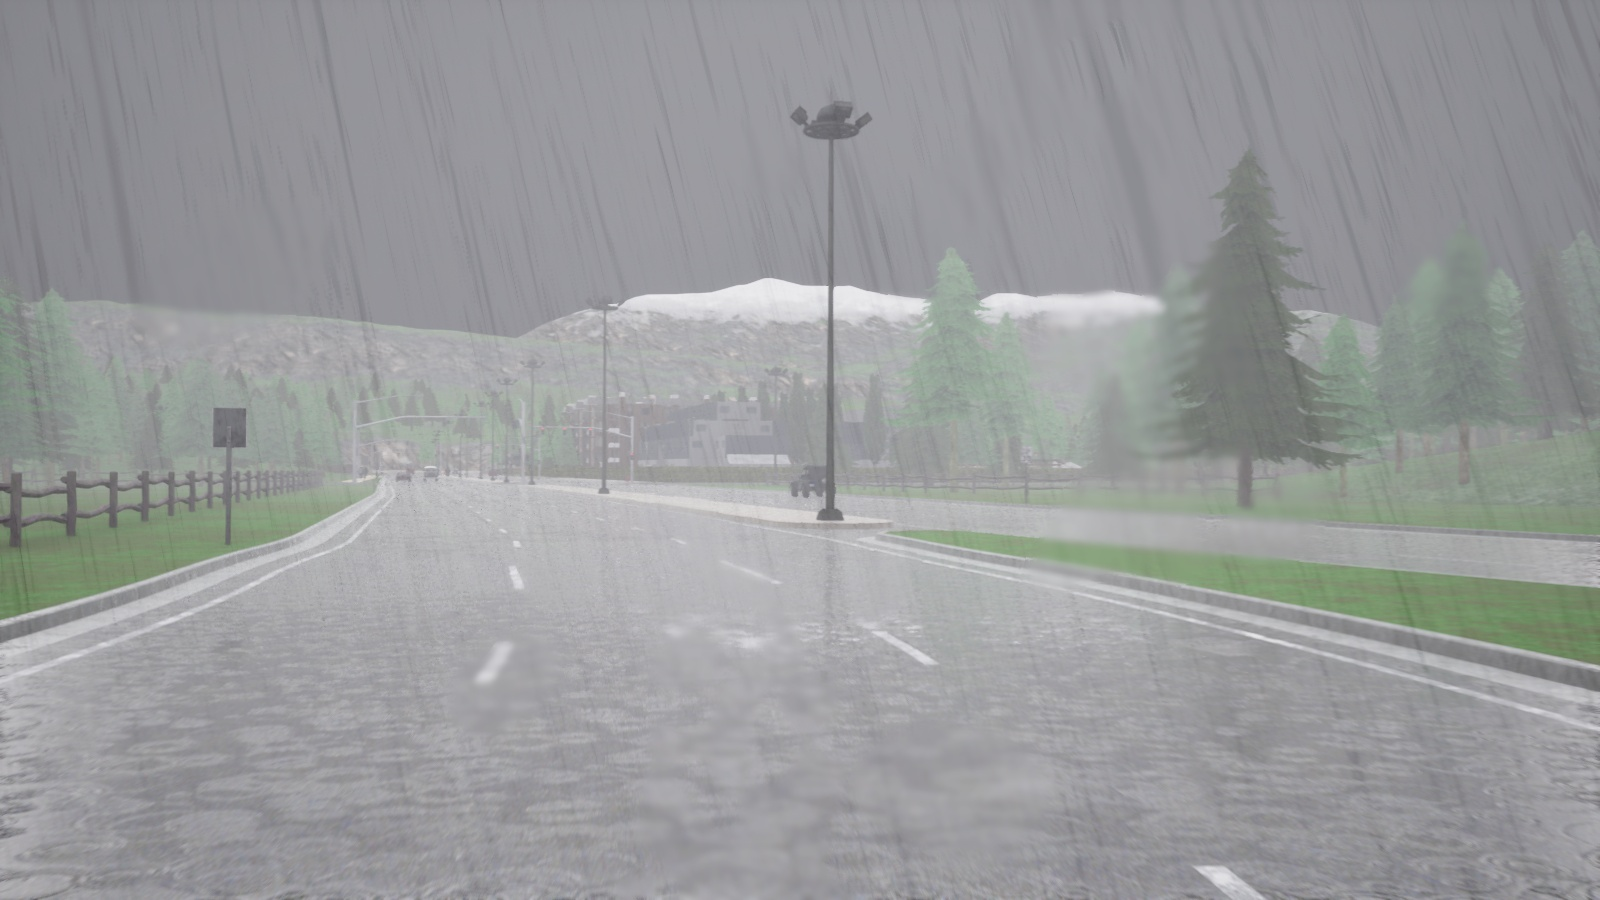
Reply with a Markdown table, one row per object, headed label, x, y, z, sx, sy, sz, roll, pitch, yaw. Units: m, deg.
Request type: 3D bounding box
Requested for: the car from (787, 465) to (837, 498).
| label | x | y | z | sx | sy | sz | roll | pitch | yaw |
| --- | --- | --- | --- | --- | --- | --- | --- | --- | --- |
| car | 0.689 | 1.856 | 74.582 | 1.905 | 1.878 | 3.866 | 0 | -1 | -17 |
